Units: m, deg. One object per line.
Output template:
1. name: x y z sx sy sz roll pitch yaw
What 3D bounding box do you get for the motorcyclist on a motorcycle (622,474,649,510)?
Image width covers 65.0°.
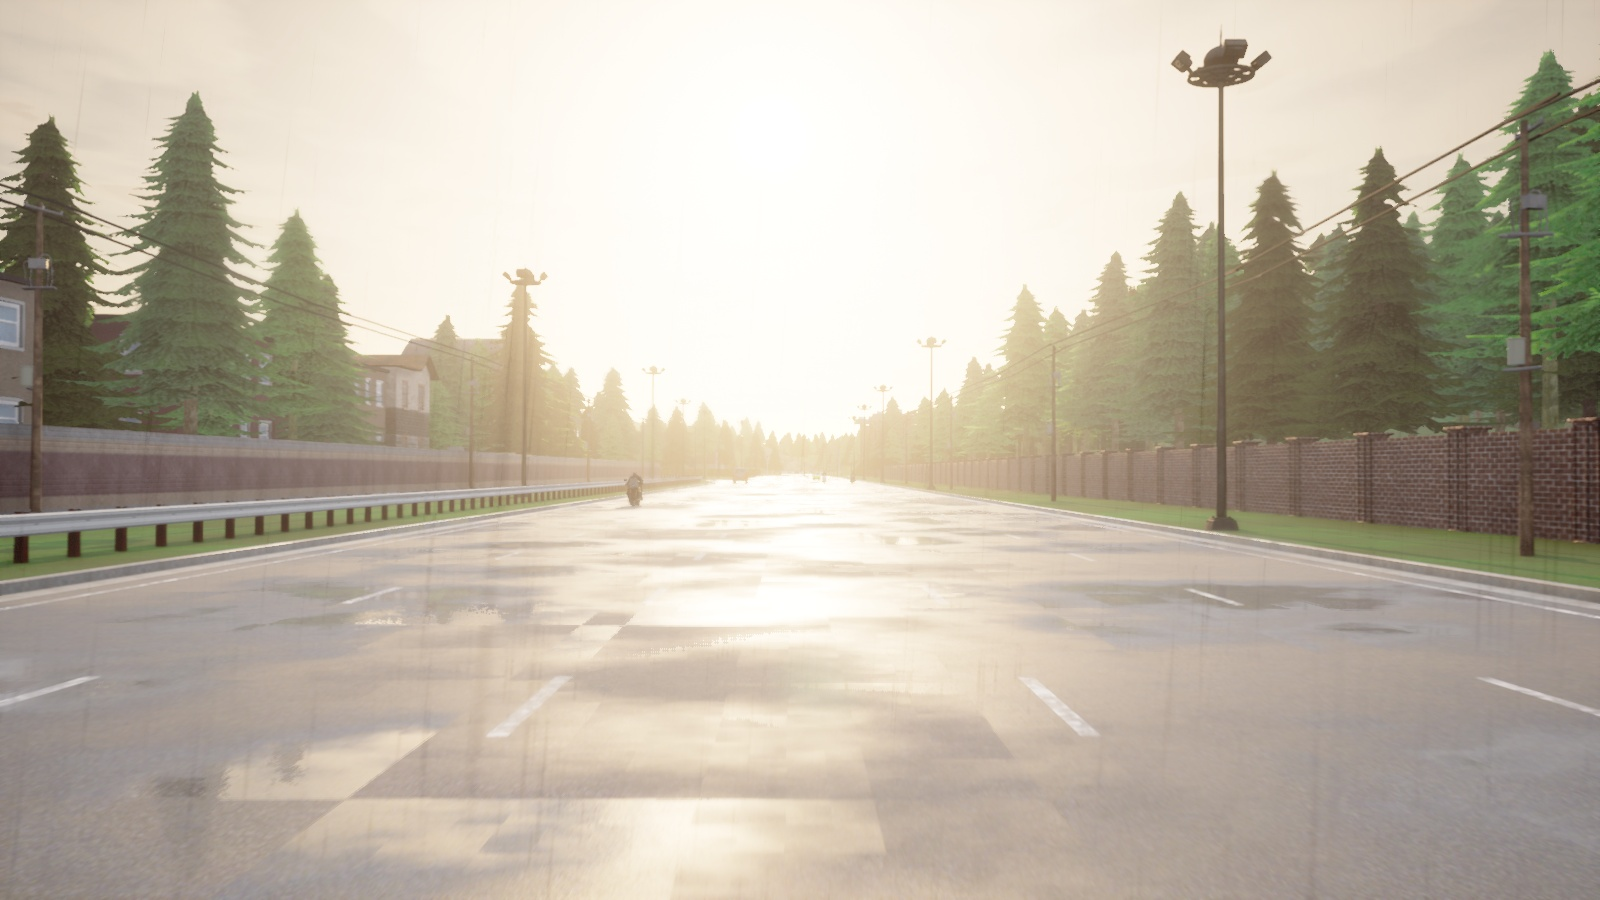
1. motorcyclist on a motorcycle: -7.131 1.790 54.449 0.866 1.530 2.191 0 -1 0
